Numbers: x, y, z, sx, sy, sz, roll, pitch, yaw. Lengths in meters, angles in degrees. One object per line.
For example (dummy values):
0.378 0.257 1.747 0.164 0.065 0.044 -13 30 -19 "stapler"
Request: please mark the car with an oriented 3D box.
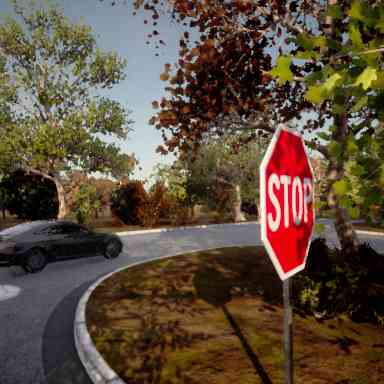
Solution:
-4.433 1.654 11.059 1.812 1.442 4.674 -1 -2 36 "car"
